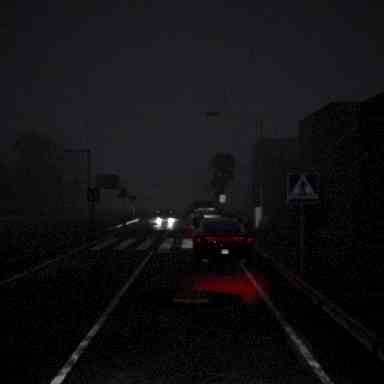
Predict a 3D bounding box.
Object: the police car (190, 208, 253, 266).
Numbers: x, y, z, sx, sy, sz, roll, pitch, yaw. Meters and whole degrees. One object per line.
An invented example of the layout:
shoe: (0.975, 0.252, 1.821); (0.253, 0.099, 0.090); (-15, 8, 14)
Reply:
police car: (0.968, 1.599, 12.316); (1.930, 1.638, 5.238); (0, -1, 0)

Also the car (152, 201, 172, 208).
car: (-8.738, 3.780, 92.675); (4.892, 1.521, 2.231); (0, -2, 0)

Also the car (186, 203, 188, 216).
car: (0.037, 2.625, 48.137); (1.837, 1.490, 4.892); (0, -1, 0)

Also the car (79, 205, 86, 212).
car: (-21.907, 2.839, 58.319); (5.008, 1.535, 2.097); (0, -2, 0)

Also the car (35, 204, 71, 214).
car: (-21.913, 2.703, 51.771); (4.674, 1.452, 2.002); (0, -2, 0)

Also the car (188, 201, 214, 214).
car: (0.981, 1.812, 28.251); (2.150, 2.045, 5.566); (0, -2, 0)

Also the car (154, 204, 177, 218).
car: (-3.317, 2.560, 42.107); (1.895, 1.301, 4.718); (0, -2, 0)

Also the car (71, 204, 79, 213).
car: (-21.903, 2.752, 55.047); (4.892, 1.521, 2.231); (0, -2, 0)

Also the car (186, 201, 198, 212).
car: (0.059, 2.732, 62.985); (2.150, 2.045, 5.566); (0, -2, 0)

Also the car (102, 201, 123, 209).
car: (-21.824, 3.695, 89.941); (5.008, 1.535, 2.097); (0, -2, 0)

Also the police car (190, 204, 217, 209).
police car: (0.973, 1.853, 22.325); (1.930, 1.638, 5.238); (0, -2, 0)
